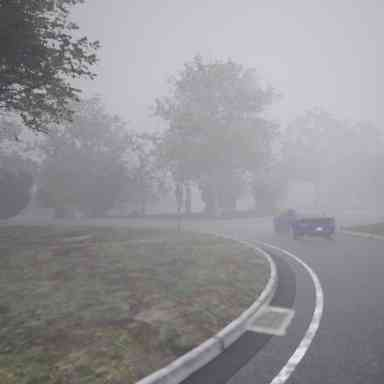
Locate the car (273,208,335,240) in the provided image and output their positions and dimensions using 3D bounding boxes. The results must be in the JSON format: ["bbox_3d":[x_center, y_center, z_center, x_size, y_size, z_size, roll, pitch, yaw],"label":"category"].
[{"bbox_3d":[5.751,1.565,17.643,1.882,1.535,5.008,-1,0,-2],"label":"car"}]
